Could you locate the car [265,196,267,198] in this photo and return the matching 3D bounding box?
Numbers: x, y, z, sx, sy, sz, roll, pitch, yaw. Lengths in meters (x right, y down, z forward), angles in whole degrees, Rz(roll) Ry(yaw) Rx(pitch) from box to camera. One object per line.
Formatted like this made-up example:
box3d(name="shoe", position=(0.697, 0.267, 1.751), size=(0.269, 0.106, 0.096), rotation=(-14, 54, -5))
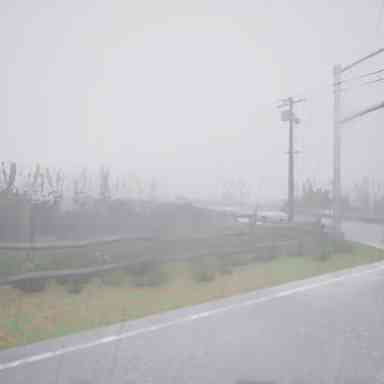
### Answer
box3d(name="car", position=(21.225, 1.873, 88.968), size=(4.553, 1.767, 2.097), rotation=(0, 0, -33))
